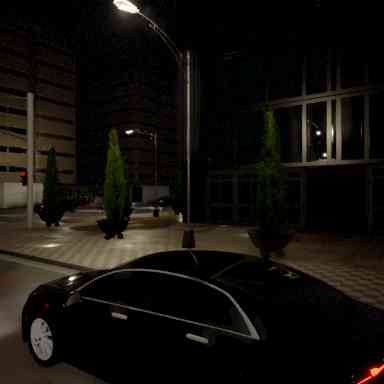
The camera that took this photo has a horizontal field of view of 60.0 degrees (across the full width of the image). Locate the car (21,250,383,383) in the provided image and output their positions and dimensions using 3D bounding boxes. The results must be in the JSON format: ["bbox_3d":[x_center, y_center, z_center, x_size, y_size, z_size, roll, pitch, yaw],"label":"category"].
[{"bbox_3d":[-0.215,1.505,4.143,4.892,1.490,1.837,0,0,36],"label":"car"}]

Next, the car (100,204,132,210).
[{"bbox_3d":[-9.910,1.581,43.788,1.812,1.442,4.674,0,0,35],"label":"car"}]

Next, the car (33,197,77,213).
[{"bbox_3d":[-15.032,1.408,36.538,2.097,1.767,4.553,0,0,35],"label":"car"}]

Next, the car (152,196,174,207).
[{"bbox_3d":[-4.144,1.407,51.964,2.097,1.767,4.553,0,0,35],"label":"car"}]
